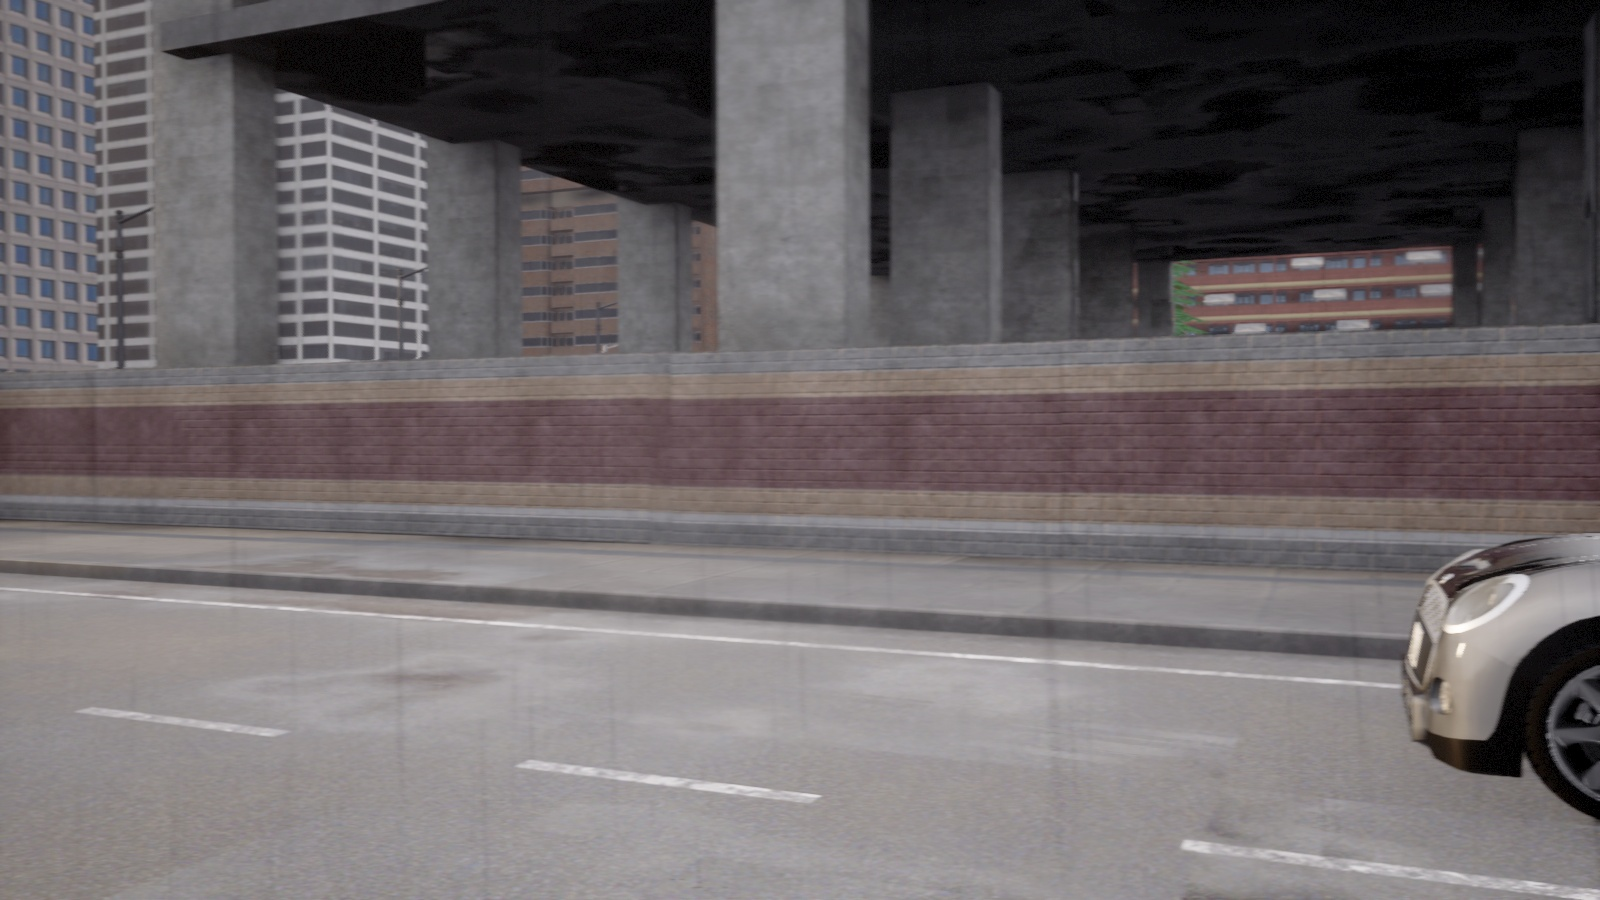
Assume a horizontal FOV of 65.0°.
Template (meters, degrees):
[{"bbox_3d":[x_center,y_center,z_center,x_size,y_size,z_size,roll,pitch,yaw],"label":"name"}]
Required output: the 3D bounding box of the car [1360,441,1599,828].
[{"bbox_3d":[4.474,0.719,5.311,3.806,1.475,1.970,1,1,23],"label":"car"}]
